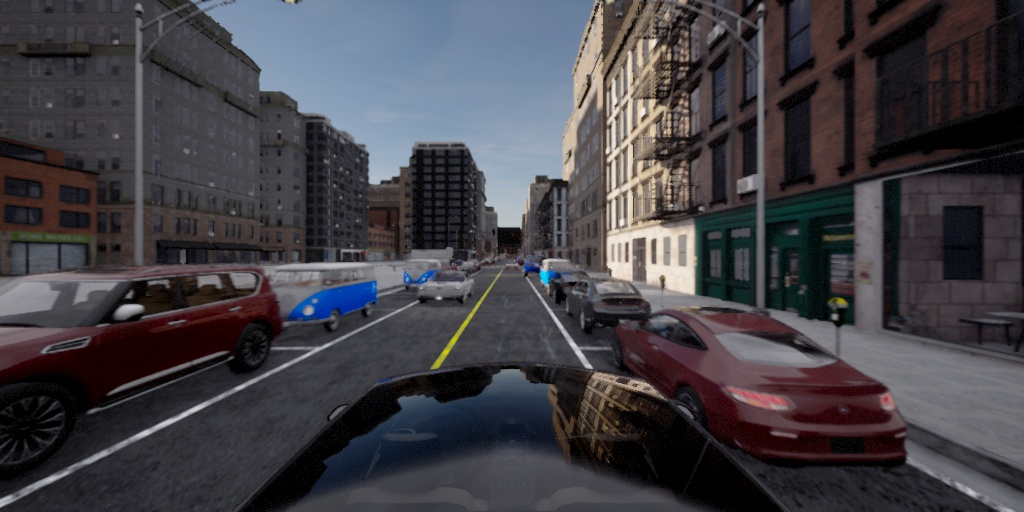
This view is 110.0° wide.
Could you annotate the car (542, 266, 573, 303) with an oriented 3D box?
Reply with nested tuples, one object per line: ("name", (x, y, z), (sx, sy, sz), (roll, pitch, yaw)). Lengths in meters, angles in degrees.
("car", (2.637, 1.314, 16.248), (1.948, 1.339, 4.313), (0, 0, 0))

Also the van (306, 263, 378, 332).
("van", (-5.388, 1.090, 10.568), (1.690, 1.789, 3.998), (0, 0, 0))

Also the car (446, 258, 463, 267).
("car", (-5.388, 1.062, 27.608), (2.192, 1.841, 5.009), (0, 0, 0))

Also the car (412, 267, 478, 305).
("car", (-2.850, 1.349, 16.271), (1.895, 1.301, 4.718), (0, 0, 0))

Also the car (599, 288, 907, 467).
("car", (2.637, 1.332, 4.888), (1.802, 1.307, 4.207), (0, 0, 0))

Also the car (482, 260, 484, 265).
("car", (-5.389, 1.182, 50.329), (1.967, 1.591, 4.097), (0, 0, 0))

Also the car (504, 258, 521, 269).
("car", (-0.001, 1.341, 54.117), (1.895, 1.301, 4.718), (0, 0, 0))

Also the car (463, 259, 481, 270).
("car", (-5.389, 1.295, 44.649), (2.007, 1.370, 4.403), (0, 0, 0))

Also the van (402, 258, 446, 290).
("van", (-5.388, 1.089, 21.928), (1.690, 1.789, 3.998), (0, 0, 0))

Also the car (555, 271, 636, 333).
("car", (2.637, 1.299, 10.568), (2.007, 1.370, 4.403), (0, 0, 0))

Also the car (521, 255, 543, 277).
("car", (2.268, 0.967, 35.756), (2.150, 2.045, 5.566), (0, 0, 0))

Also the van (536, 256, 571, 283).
("van", (2.637, 1.089, 21.928), (1.690, 1.789, 3.998), (0, 0, 0))

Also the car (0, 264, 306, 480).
("car", (-5.388, 1.064, 4.888), (2.192, 1.841, 5.009), (0, 0, 0))
